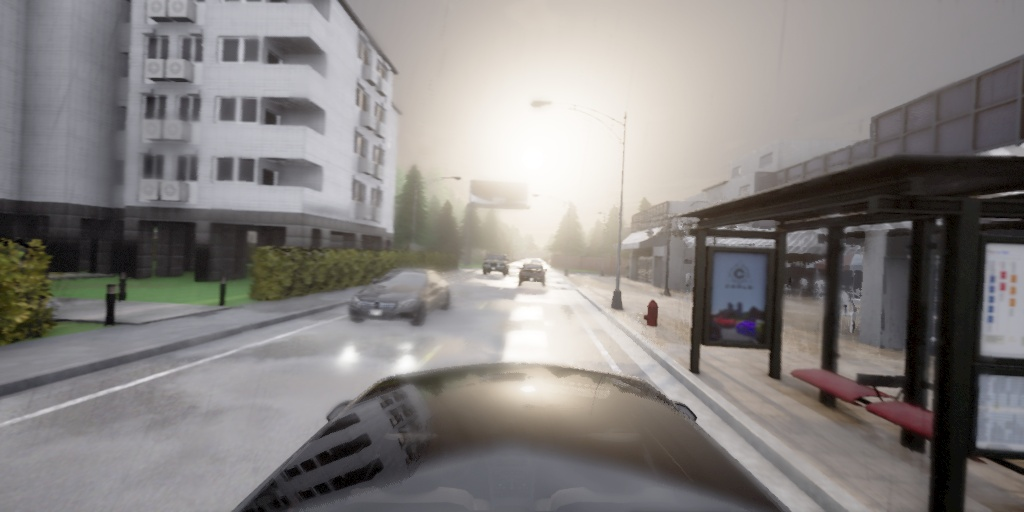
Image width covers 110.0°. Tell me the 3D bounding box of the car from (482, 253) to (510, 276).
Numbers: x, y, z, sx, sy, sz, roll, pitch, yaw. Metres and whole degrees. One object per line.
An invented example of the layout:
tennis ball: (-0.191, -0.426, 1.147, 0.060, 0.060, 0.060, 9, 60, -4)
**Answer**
car: (-1.432, 0.772, 34.424, 2.150, 2.045, 5.566, 3, 0, 4)

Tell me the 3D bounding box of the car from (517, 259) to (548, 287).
car: (1.429, 1.226, 24.963, 1.837, 1.490, 4.892, 3, 0, 4)

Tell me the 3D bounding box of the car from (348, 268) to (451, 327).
car: (-3.120, 1.100, 10.986, 1.812, 1.442, 4.674, 3, 0, 4)
